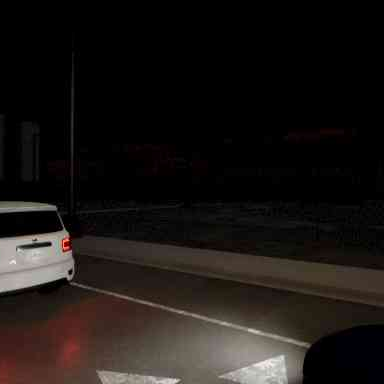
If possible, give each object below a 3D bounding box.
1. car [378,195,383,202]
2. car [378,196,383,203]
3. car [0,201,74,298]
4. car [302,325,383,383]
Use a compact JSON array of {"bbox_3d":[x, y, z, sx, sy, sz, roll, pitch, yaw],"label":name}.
[{"bbox_3d":[39.927,1.369,67.953,1.853,1.218,4.536,1,1,6],"label":"car"},{"bbox_3d":[39.921,1.527,67.903,2.038,1.542,4.974,1,1,6],"label":"car"},{"bbox_3d":[-5.032,1.220,7.576,5.566,2.045,2.150,0,0,35],"label":"car"},{"bbox_3d":[3.005,1.516,1.843,4.674,1.442,1.812,0,0,35],"label":"car"}]
